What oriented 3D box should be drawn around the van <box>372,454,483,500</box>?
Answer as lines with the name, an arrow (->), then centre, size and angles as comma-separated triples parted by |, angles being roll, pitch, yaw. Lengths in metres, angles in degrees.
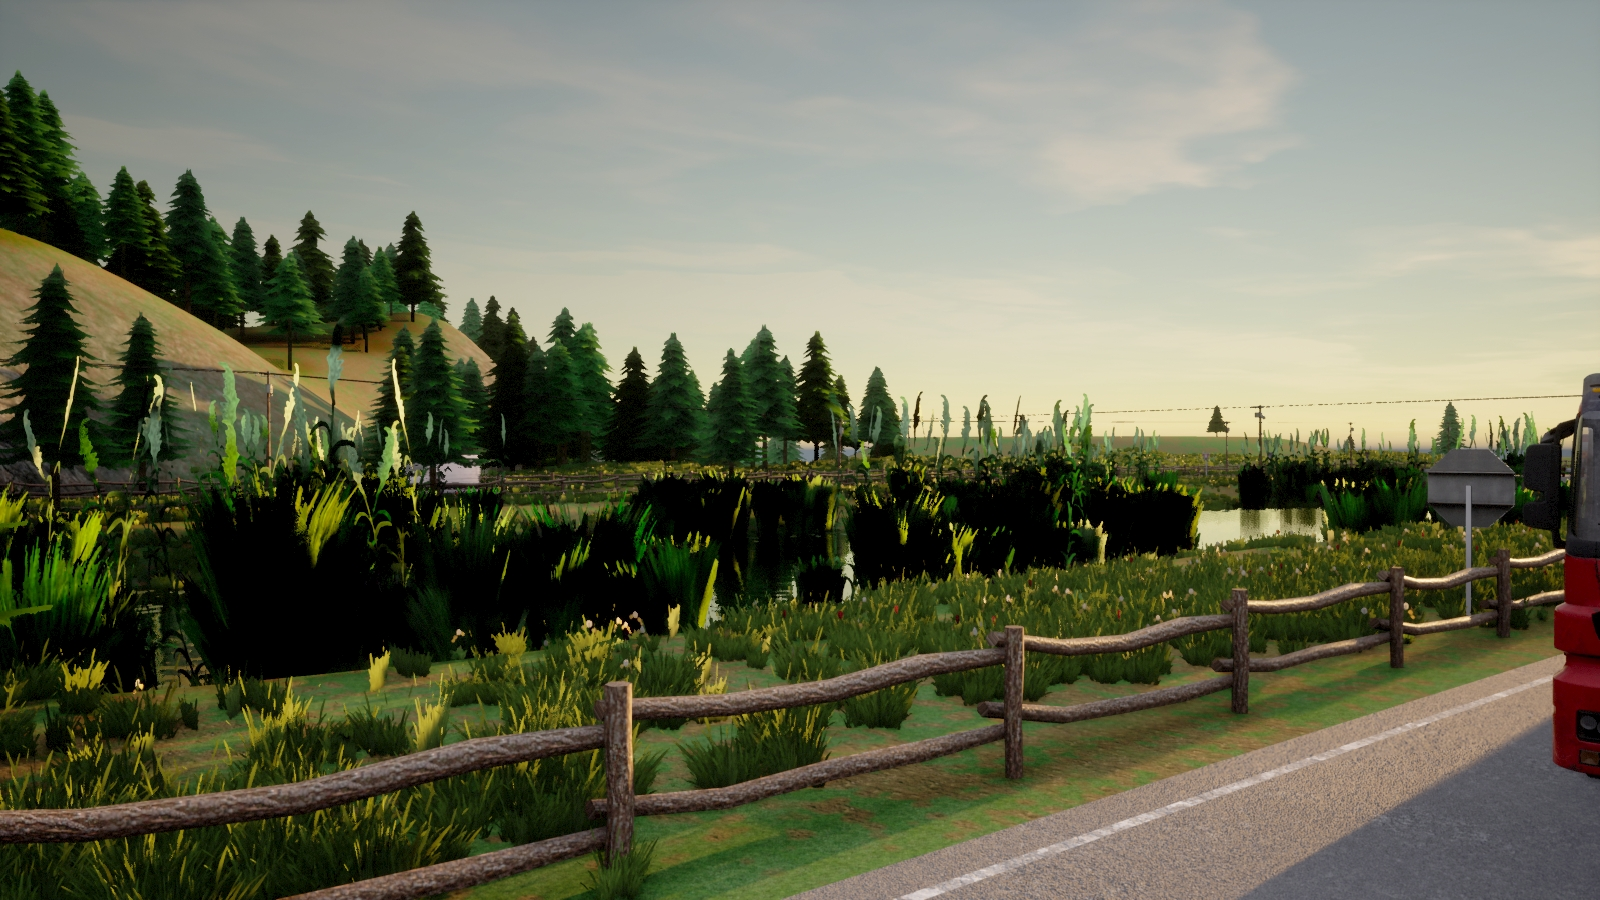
van -> -21.801, 1.534, 67.104 | 1.988, 2.561, 5.915 | 0, 0, 44

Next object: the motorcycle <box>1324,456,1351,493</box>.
motorcycle -> 35.021, 1.577, 74.470 | 2.033, 2.348, 0.803 | 0, 0, -39

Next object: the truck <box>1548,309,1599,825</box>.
truck -> 9.529, 0.862, 10.954 | 2.891, 3.827, 8.468 | 0, 0, 40
